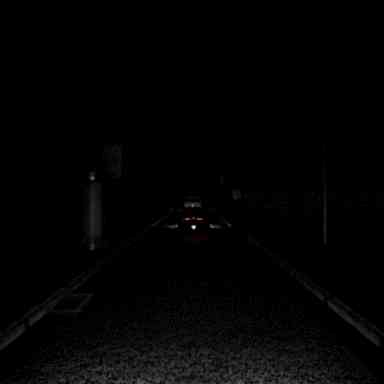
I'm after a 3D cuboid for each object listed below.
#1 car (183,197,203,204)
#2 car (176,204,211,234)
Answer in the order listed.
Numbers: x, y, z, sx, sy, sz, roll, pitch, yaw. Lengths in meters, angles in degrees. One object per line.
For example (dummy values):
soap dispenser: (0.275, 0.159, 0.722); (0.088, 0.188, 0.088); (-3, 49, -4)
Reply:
car: (0.093, 1.543, 39.667); (2.150, 2.045, 5.566); (0, 1, 0)
car: (0.095, 1.700, 20.568); (1.837, 1.490, 4.892); (0, -1, 0)
